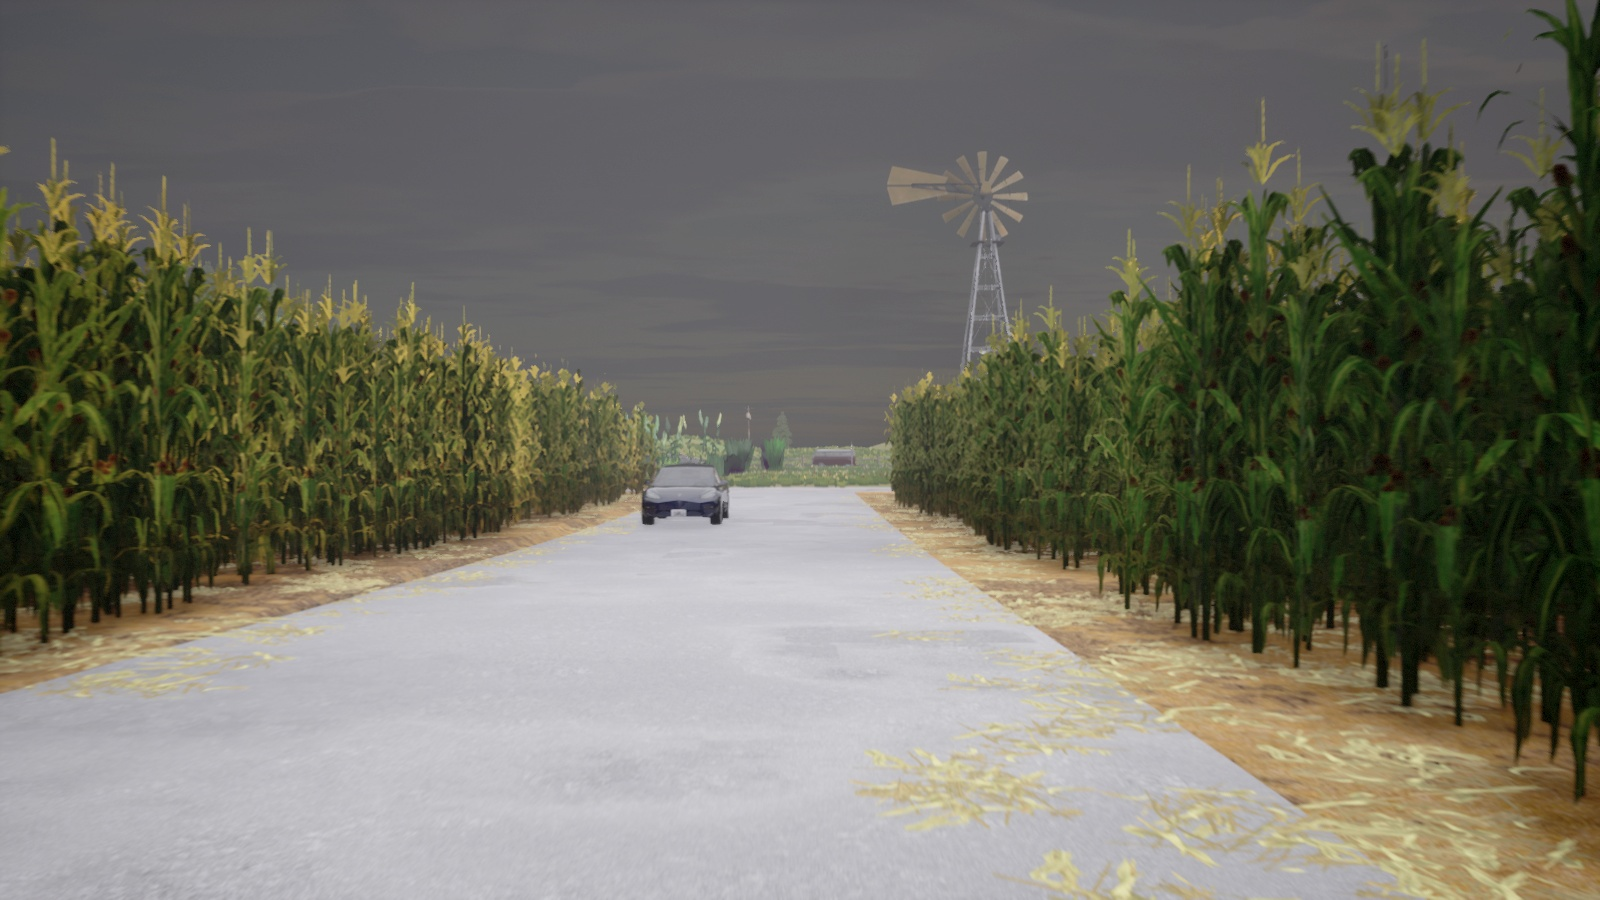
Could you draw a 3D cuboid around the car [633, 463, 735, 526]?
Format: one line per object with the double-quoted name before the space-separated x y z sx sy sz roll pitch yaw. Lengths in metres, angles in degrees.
"car" -2.901 1.087 32.386 2.163 1.488 4.792 0 0 0
